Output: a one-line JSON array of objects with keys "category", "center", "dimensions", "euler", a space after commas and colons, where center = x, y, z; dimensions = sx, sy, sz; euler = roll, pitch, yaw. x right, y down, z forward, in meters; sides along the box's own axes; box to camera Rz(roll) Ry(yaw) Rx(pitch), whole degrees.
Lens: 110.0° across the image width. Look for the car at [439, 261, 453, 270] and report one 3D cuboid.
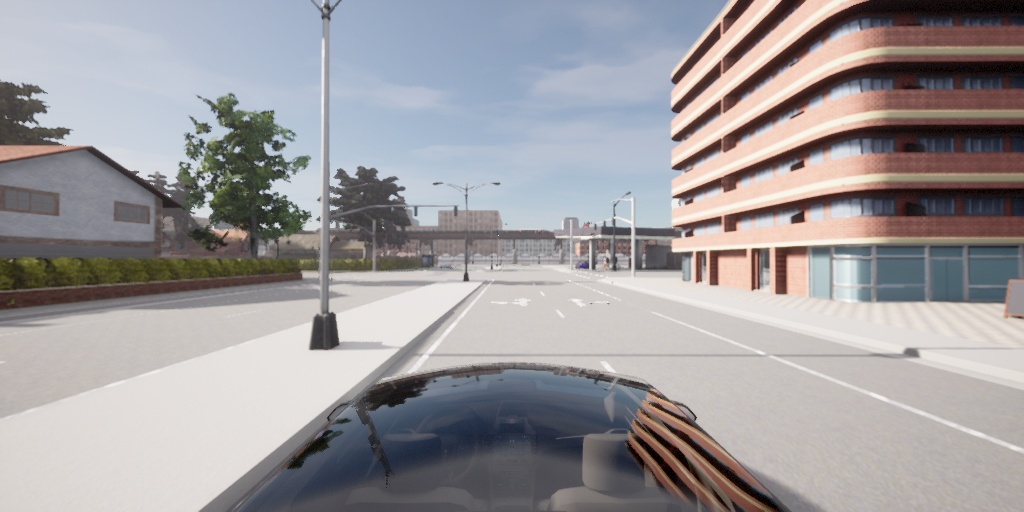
[{"category": "car", "center": [-11.527, 1.691, 63.477], "dimensions": [1.812, 1.442, 4.674], "euler": [0, -1, 0]}]
